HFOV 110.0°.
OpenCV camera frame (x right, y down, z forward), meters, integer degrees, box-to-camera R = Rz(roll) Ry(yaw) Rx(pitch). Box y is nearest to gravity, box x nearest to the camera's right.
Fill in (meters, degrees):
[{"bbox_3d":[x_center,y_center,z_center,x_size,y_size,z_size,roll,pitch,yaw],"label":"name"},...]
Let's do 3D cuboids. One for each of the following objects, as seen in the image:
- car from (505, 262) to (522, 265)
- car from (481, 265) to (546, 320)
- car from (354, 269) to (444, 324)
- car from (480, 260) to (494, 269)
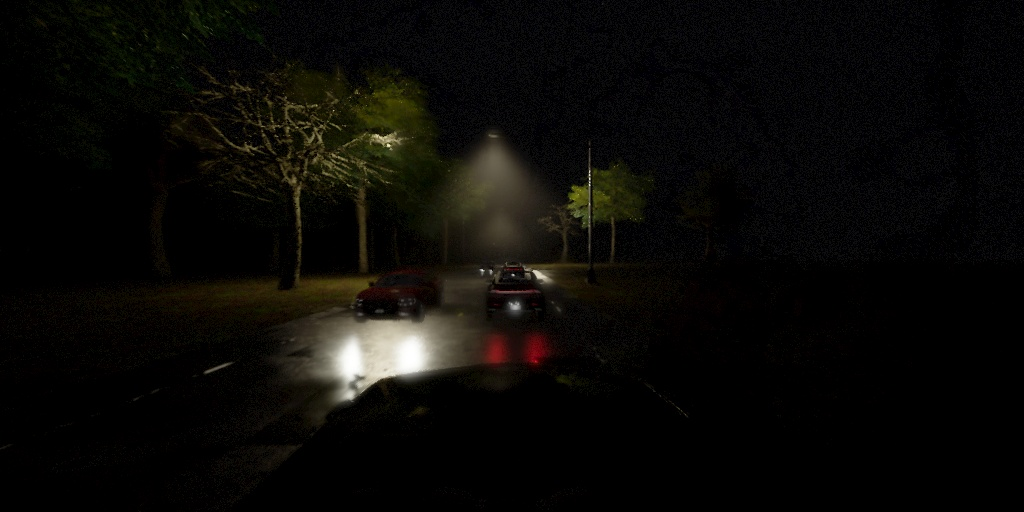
[{"bbox_3d":[0.106,1.238,30.926,1.837,1.490,4.892,0,0,0],"label":"car"},{"bbox_3d":[0.103,1.242,12.568,2.128,1.511,4.902,0,0,0],"label":"car"},{"bbox_3d":[-3.596,1.228,12.243,1.882,1.535,5.008,0,0,0],"label":"car"},{"bbox_3d":[-3.556,1.237,52.484,2.033,1.411,5.357,0,0,0],"label":"car"}]
